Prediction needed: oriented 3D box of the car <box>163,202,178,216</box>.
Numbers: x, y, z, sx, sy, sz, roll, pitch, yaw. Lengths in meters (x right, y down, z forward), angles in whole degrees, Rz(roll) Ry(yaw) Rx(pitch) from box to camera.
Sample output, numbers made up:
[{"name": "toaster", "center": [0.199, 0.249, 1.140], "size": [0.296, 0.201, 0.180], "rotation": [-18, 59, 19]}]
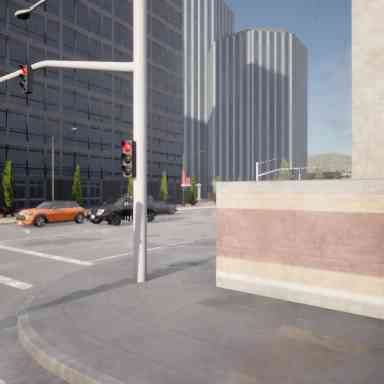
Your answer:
[{"name": "car", "center": [-3.578, 1.603, 31.890], "size": [2.033, 1.411, 5.357], "rotation": [0, 0, 36]}]

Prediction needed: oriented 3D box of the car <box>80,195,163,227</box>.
[{"name": "car", "center": [-4.900, 1.276, 24.053], "size": [2.150, 2.045, 5.566], "rotation": [0, 0, 36]}]

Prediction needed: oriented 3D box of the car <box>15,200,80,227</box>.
[{"name": "car", "center": [-9.792, 1.407, 23.239], "size": [2.097, 1.767, 4.553], "rotation": [0, 0, 36]}]
